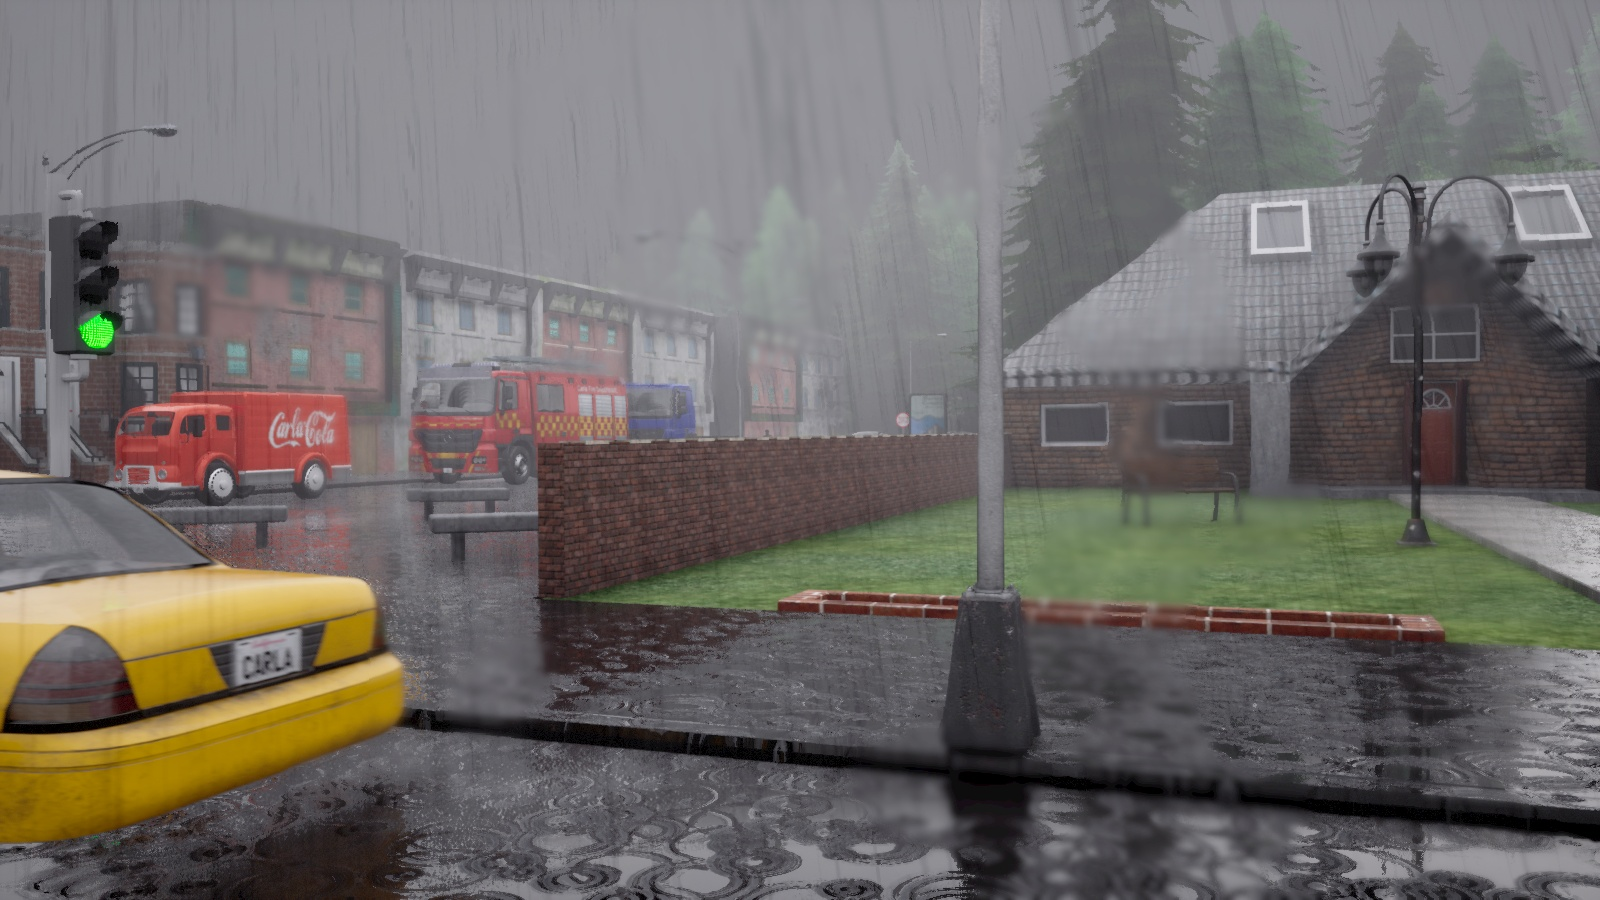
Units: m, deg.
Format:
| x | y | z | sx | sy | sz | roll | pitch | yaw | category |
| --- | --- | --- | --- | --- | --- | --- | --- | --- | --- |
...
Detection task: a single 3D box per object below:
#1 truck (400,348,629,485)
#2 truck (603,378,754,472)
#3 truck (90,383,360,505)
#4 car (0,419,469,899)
| x | y | z | sx | sy | sz | roll | pitch | yaw | category |
| --- | --- | --- | --- | --- | --- | --- | --- | --- | --- |
| -8.667 | -1.003 | 39.476 | 2.891 | 3.827 | 8.468 | 1 | 1 | 20 | truck |
| -4.694 | -0.980 | 50.418 | 2.891 | 3.462 | 7.936 | 1 | 1 | 20 | truck |
| -12.732 | -0.161 | 28.262 | 2.627 | 2.467 | 5.204 | 1 | 1 | 20 | truck |
| -4.217 | 0.664 | 5.327 | 5.366 | 1.575 | 1.801 | 1 | 1 | 20 | car |
